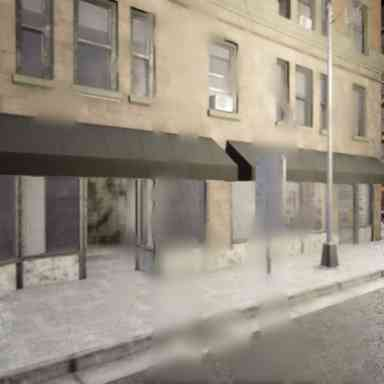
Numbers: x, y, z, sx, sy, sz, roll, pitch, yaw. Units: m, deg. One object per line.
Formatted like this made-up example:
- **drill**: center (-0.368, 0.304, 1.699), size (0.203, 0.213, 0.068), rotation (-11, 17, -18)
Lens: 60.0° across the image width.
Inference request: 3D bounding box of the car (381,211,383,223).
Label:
- **car**: center (15.215, 1.517, 22.567), size (1.812, 1.442, 4.674), rotation (0, 0, -30)
